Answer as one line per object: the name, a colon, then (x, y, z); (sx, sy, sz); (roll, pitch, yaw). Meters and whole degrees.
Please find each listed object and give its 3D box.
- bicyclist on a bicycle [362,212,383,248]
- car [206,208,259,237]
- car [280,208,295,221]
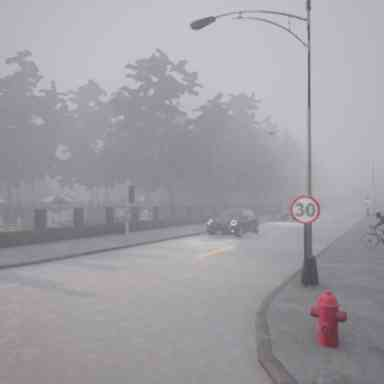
bicyclist on a bicycle: (8.484, 1.736, 14.804); (1.656, 1.620, 0.582); (-1, -2, 30)
car: (2.709, 1.865, 21.590); (2.097, 1.767, 4.553); (0, -2, 30)
car: (10.943, 2.441, 35.779); (1.994, 1.385, 4.181); (0, -2, 30)
